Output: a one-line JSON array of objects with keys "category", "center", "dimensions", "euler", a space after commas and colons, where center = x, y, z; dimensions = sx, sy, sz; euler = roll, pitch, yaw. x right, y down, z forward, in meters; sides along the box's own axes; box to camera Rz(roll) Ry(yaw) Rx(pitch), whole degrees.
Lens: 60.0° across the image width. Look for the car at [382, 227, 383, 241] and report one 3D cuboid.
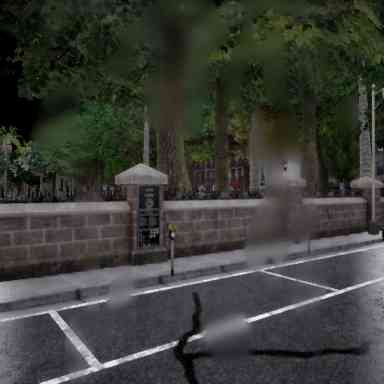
[{"category": "car", "center": [9.760, 1.310, 13.509], "dimensions": [5.009, 1.841, 2.192], "euler": [0, 0, -36]}]
